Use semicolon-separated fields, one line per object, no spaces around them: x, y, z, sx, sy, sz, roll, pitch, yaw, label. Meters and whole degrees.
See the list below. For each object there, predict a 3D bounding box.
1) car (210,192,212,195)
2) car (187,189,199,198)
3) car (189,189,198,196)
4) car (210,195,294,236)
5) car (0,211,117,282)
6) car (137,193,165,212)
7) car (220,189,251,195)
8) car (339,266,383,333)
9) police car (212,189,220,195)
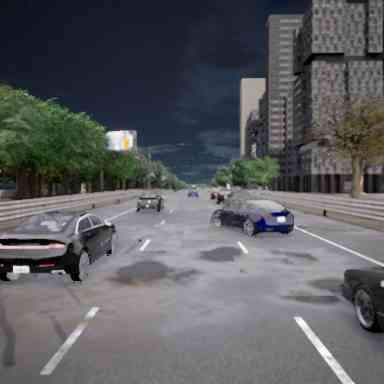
3.653;0.347;47.442;2.163;1.488;4.792;0;1;0;car
0.193;0.215;57.466;1.812;1.442;4.674;0;1;0;car
0.278;0.044;79.047;2.128;1.511;4.902;0;0;0;car
2.719;1.103;15.754;2.163;1.488;4.792;-1;2;-23;car
-3.376;1.260;9.024;2.128;1.511;4.902;0;1;0;car
-3.322;0.795;27.251;2.128;1.511;4.902;0;1;0;car
3.575;0.706;25.386;2.097;1.767;4.553;0;1;0;car
3.510;1.461;3.427;2.033;1.411;5.357;0;1;0;car
3.610;0.499;36.522;1.930;1.638;5.238;0;1;0;police car
